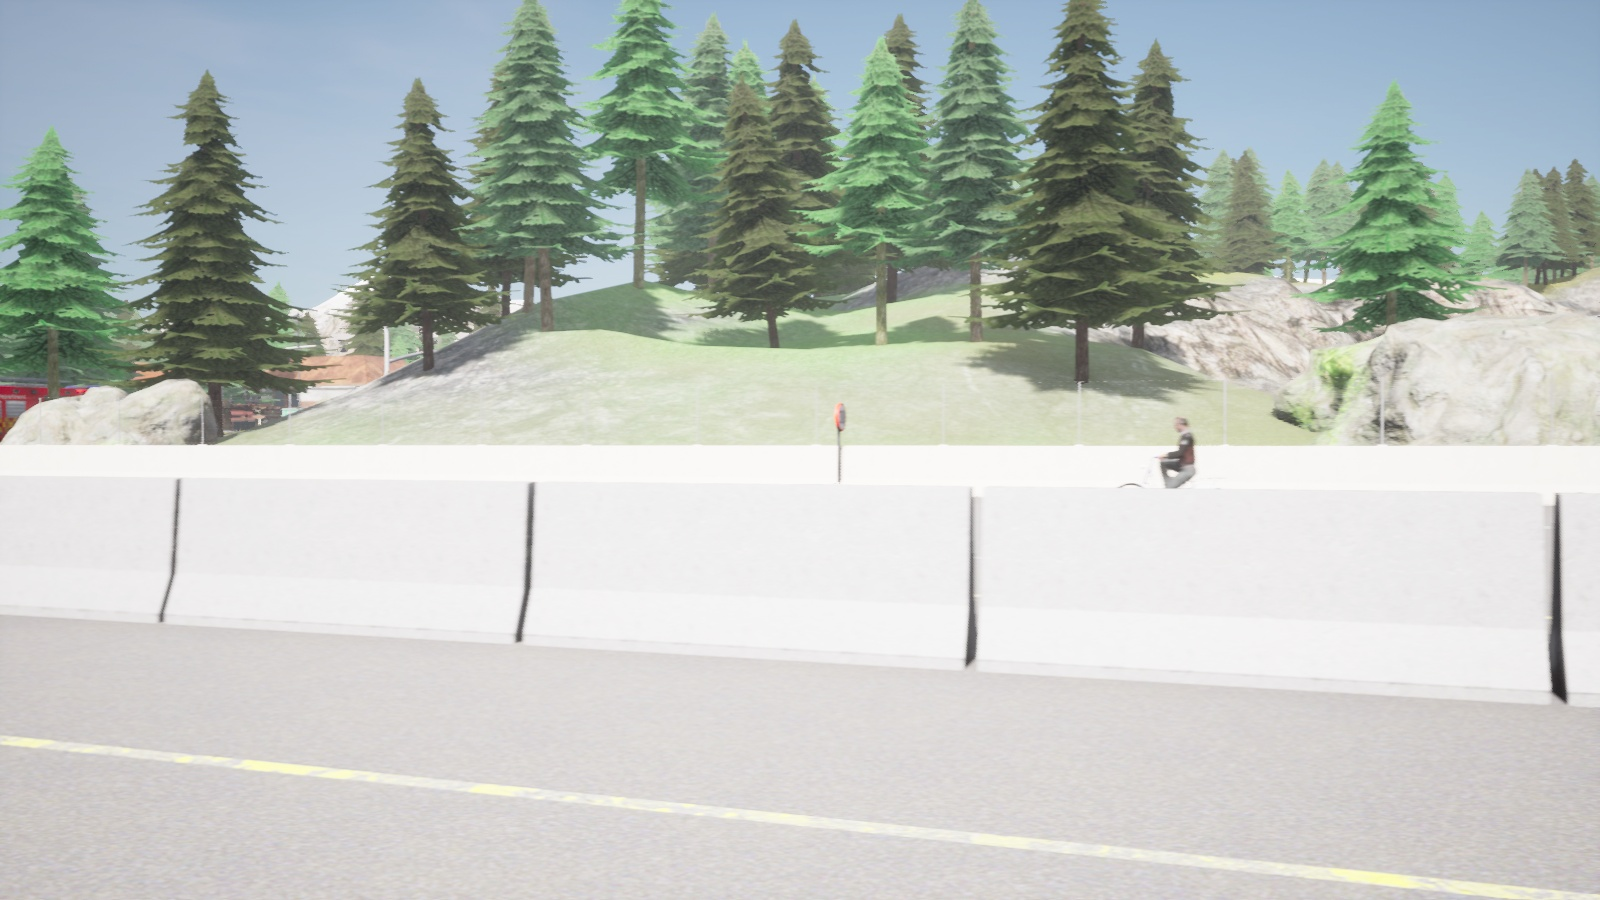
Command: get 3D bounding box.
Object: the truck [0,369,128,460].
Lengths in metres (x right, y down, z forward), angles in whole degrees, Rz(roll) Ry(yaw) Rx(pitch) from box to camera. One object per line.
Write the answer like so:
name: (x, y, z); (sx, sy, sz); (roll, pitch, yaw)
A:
truck: (-34.439, -1.555, 55.660); (2.891, 3.827, 8.468); (1, 1, 19)

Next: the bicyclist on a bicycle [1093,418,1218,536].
bicyclist on a bicycle: (5.596, 0.401, 19.771); (1.843, 1.776, 0.659); (1, 1, 19)
